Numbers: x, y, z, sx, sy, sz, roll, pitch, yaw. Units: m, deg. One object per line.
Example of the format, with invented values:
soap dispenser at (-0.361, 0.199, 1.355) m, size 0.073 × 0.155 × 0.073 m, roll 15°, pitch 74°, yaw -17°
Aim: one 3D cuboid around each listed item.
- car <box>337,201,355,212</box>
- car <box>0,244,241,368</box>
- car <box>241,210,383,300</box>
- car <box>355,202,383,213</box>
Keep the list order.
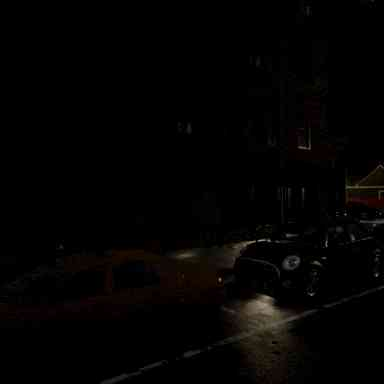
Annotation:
car at (11.071, 1.603, 28.880) m, size 1.837 × 1.490 × 4.892 m, roll 0°, pitch 0°, yaw -33°
car at (-1.675, 1.525, 4.990) m, size 4.829 × 1.417 × 1.752 m, roll 0°, pitch 0°, yaw -36°
car at (2.950, 1.440, 8.302) m, size 4.097 × 1.590 × 1.967 m, roll 0°, pitch 0°, yaw -36°
car at (14.379, 1.595, 29.821) m, size 1.837 × 1.490 × 4.892 m, roll 0°, pitch 0°, yaw -36°
